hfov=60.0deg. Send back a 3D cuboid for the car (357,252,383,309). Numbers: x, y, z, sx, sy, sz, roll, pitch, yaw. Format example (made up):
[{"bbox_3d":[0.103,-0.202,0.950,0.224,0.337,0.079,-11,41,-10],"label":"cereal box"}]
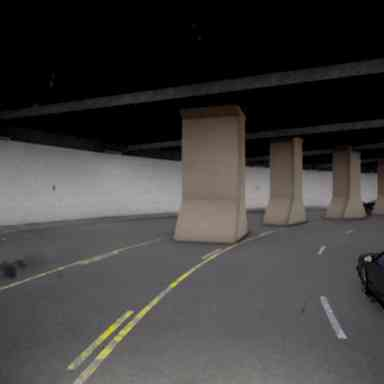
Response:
[{"bbox_3d":[4.152,1.554,5.423,2.033,1.411,5.357,0,0,16],"label":"car"}]

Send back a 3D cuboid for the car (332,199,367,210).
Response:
[{"bbox_3d":[20.933,1.650,44.201,4.718,1.301,1.895,0,0,-31],"label":"car"}]

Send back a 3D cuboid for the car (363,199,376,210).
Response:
[{"bbox_3d":[23.428,1.596,41.622,5.357,1.411,2.033,0,0,-30],"label":"car"}]
